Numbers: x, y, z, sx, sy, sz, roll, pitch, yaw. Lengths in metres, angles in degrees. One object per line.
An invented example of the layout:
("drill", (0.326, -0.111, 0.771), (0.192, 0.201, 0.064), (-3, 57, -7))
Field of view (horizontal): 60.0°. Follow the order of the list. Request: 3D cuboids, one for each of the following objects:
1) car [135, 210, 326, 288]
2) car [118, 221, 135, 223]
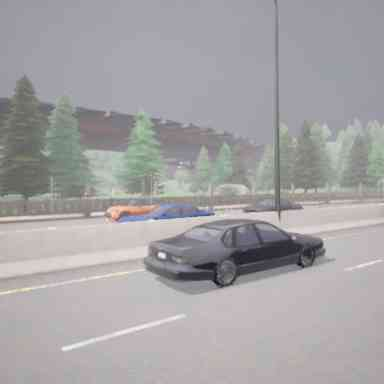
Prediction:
("car", (1.354, 1.449, 9.018), (5.357, 1.411, 2.033), (-1, 1, -35))
("car", (-1.152, 1.347, 16.069), (5.008, 1.535, 1.882), (-1, 1, -35))
